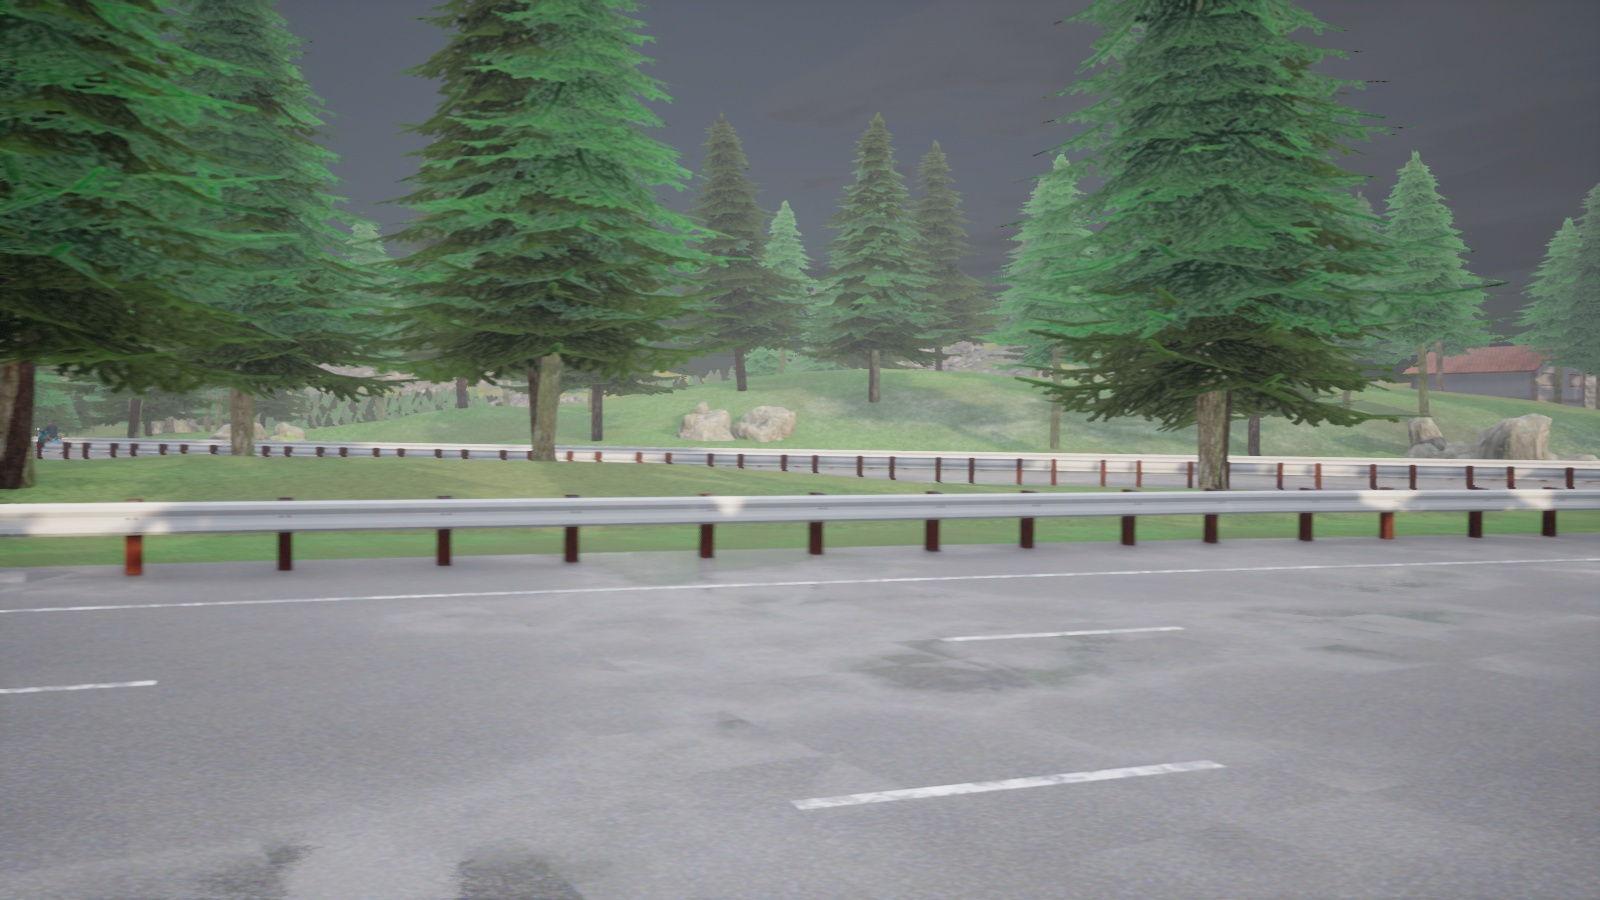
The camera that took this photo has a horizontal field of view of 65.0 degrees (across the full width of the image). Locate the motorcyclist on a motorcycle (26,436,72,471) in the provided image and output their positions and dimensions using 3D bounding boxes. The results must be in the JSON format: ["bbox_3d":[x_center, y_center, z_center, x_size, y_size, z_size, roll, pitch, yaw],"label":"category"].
[{"bbox_3d":[-34.407,0.168,57.560,1.817,1.590,0.866,0,1,22],"label":"motorcyclist on a motorcycle"}]
